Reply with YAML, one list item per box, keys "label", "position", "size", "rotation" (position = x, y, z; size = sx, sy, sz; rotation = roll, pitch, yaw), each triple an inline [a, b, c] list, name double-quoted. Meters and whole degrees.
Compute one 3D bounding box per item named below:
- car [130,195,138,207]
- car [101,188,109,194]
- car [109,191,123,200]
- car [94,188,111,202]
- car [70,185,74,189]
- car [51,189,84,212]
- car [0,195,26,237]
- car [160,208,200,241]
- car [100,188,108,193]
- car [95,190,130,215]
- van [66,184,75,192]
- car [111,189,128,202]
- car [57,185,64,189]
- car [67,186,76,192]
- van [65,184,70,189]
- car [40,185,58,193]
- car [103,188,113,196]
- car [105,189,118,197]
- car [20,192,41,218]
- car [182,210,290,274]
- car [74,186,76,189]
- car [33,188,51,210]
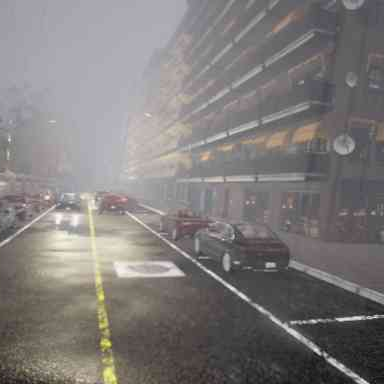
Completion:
- label: "car"
  position: [-7.113, 0.927, 37.390]
  size: [1.802, 1.307, 4.206]
  rotation: [3, 0, -18]
- label: "car"
  position: [-22.422, -0.296, 85.858]
  size: [1.752, 1.417, 4.829]
  rotation: [3, 0, -18]
- label: "car"
  position: [-12.200, 0.535, 53.493]
  size: [1.802, 1.307, 4.206]
  rotation: [3, 0, -18]
- label: "car"
  position: [-10.603, 0.592, 39.675]
  size: [1.882, 1.535, 5.008]
  rotation: [4, 0, -17]
- label: "car"
  position: [-23.564, -0.235, 61.696]
  size: [1.947, 1.339, 4.313]
  rotation: [3, 0, -18]
- label: "car"
  position: [-9.834, 0.767, 26.962]
  size: [2.033, 1.411, 5.357]
  rotation: [4, 0, -17]
- label: "car"
  position: [-8.304, 0.957, 13.393]
  size: [1.947, 1.339, 4.313]
  rotation: [4, 0, -18]
- label: "car"
  position: [-0.329, 1.430, 15.924]
  size: [1.887, 1.381, 4.507]
  rotation: [4, 0, -18]
- label: "car"
  position: [-24.071, -0.361, 91.064]
  size: [1.802, 1.307, 4.206]
  rotation: [3, 0, -18]
- label: "car"
  position: [-6.533, 0.907, 26.911]
  size: [1.882, 1.535, 5.008]
  rotation: [4, 1, -17]
- label: "van"
  position: [-30.333, -0.970, 83.164]
  size: [1.690, 1.788, 3.998]
  rotation: [3, 0, -18]
- label: "car"
  position: [-10.496, 0.524, 48.125]
  size: [1.967, 1.590, 4.097]
  rotation: [3, 0, -18]
- label: "car"
  position: [-15.070, 0.168, 34.858]
  size: [2.192, 1.841, 5.009]
  rotation: [3, 0, -18]
- label: "car"
  position: [-32.045, -0.854, 88.532]
  size: [1.802, 1.307, 4.206]
  rotation: [3, 0, -18]
- label: "van"
  position: [-20.159, -0.199, 50.961]
  size: [1.690, 1.788, 3.998]
  rotation: [3, 0, -18]
- label: "car"
  position: [-13.381, 0.423, 29.491]
  size: [1.967, 1.590, 4.097]
  rotation: [4, 0, -18]
- label: "car"
  position: [-18.974, -0.125, 74.961]
  size: [1.967, 1.590, 4.097]
  rotation: [3, 0, -18]
- label: "car"
  position: [-15.591, 0.258, 64.228]
  size: [1.947, 1.339, 4.313]
  rotation: [3, 0, -18]
- label: "car"
  position: [-10.001, 0.834, 18.761]
  size: [1.802, 1.307, 4.206]
  rotation: [4, 0, -18]
- label: "car"
  position: [1.366, 1.575, 10.556]
  size: [2.008, 1.369, 4.403]
  rotation: [4, 0, -18]
- label: "car"
  position: [-26.940, -0.743, 72.429]
  size: [2.192, 1.841, 5.009]
  rotation: [3, 0, -18]
- label: "car"
  position: [-11.693, 0.660, 24.126]
  size: [1.887, 1.381, 4.507]
  rotation: [4, 0, -18]
